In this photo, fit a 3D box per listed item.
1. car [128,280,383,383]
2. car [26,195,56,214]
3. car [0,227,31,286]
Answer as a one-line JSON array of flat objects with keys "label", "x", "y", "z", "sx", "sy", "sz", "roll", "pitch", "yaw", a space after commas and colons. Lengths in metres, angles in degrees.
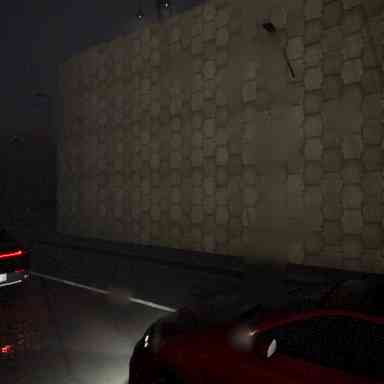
[{"label": "car", "x": 1.394, "y": 1.564, "z": 2.997, "sx": 4.181, "sy": 1.385, "sz": 1.994, "roll": 0, "pitch": 0, "yaw": 36}, {"label": "car", "x": -12.921, "y": 1.061, "z": 31.037, "sx": 2.128, "sy": 1.511, "sz": 4.902, "roll": 0, "pitch": 5, "yaw": 35}, {"label": "car", "x": -5.855, "y": 1.505, "z": 8.171, "sx": 4.892, "sy": 1.490, "sz": 1.837, "roll": 0, "pitch": 0, "yaw": 36}]
